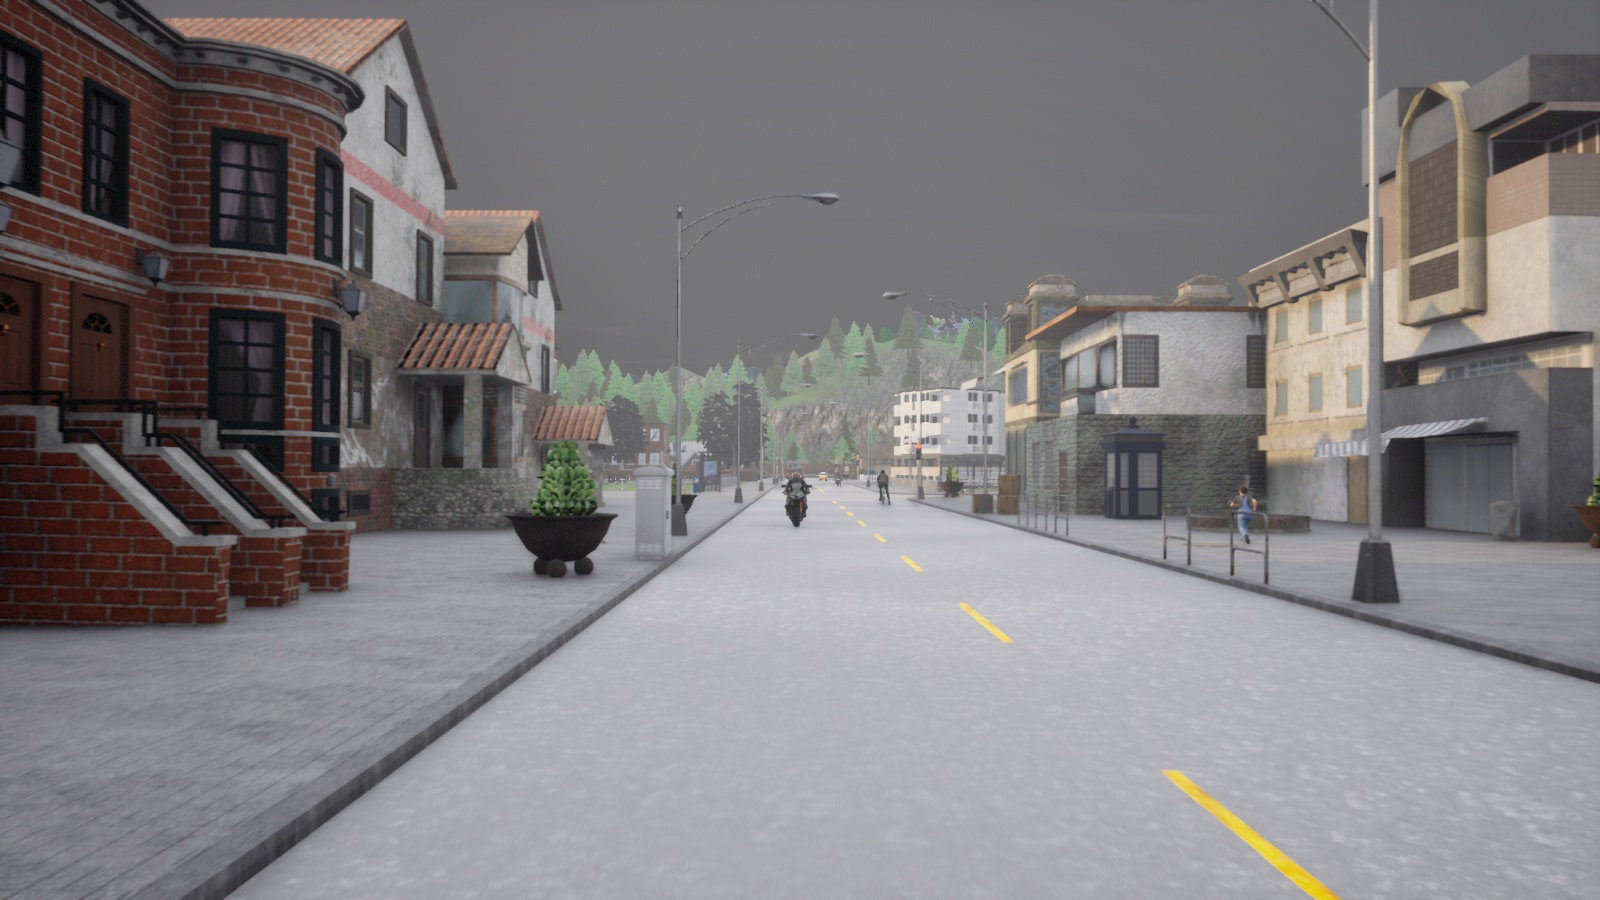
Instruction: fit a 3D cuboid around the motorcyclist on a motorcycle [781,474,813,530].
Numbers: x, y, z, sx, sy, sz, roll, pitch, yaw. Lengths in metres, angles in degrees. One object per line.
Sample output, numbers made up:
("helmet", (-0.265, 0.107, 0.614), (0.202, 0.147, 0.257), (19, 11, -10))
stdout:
("motorcyclist on a motorcycle", (-0.087, 1.442, 35.346), (0.866, 1.530, 2.191), (0, -1, 0))
